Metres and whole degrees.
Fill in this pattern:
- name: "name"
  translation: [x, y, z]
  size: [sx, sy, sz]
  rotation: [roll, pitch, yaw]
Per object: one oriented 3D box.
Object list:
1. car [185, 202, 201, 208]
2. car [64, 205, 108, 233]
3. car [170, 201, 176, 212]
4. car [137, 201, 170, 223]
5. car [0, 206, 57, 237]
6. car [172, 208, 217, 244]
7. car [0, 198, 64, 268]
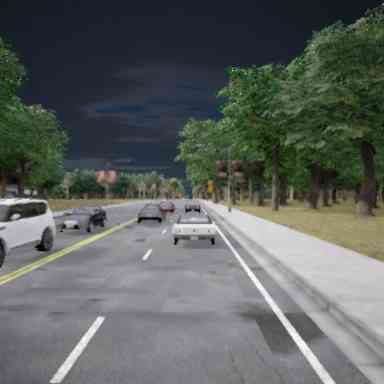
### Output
- name: "car"
  translation: [0.101, 1.807, 40.258]
  size: [1.895, 1.301, 4.718]
  rotation: [0, 0, 0]
- name: "car"
  translation: [-6.499, 1.563, 20.243]
  size: [2.128, 1.511, 4.902]
  rotation: [0, 0, 0]
- name: "car"
  translation: [-3.152, 1.780, 41.532]
  size: [1.994, 1.385, 4.181]
  rotation: [0, 0, 0]
- name: "car"
  translation: [-3.154, 1.673, 26.841]
  size: [1.994, 1.385, 4.181]
  rotation: [0, 0, 0]
- name: "car"
  translation: [-9.755, 1.593, 19.480]
  size: [1.812, 1.442, 4.674]
  rotation: [0, 0, 0]
- name: "car"
  translation: [0.101, 1.651, 16.034]
  size: [1.895, 1.301, 4.718]
  rotation: [0, 0, 0]
- name: "car"
  translation: [-6.579, 1.254, 11.213]
  size: [2.150, 2.045, 5.566]
  rotation: [0, 0, 1]
